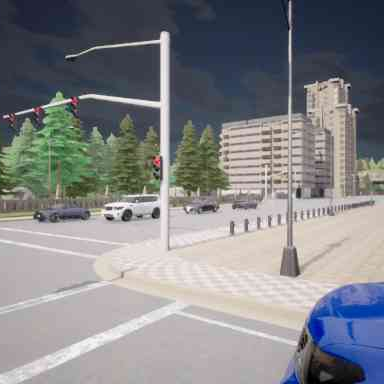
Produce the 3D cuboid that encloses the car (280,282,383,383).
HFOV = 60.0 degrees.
[{"bbox_3d":[3.299,1.221,1.613,5.566,2.045,2.150,0,0,36],"label":"car"}]

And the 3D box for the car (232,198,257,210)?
[{"bbox_3d":[6.884,1.564,43.426,1.994,1.385,4.181,0,0,36],"label":"car"}]

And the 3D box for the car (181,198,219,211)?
[{"bbox_3d":[1.126,1.547,41.405,2.033,1.411,5.357,0,0,36],"label":"car"}]

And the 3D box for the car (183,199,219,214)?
[{"bbox_3d":[1.058,1.491,35.283,2.128,1.511,4.902,0,0,36],"label":"car"}]

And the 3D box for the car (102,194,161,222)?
[{"bbox_3d":[-4.706,1.221,27.203,2.150,2.045,5.566,0,0,35],"label":"car"}]

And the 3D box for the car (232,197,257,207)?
[{"bbox_3d":[8.123,1.564,51.123,1.994,1.385,4.181,0,0,36],"label":"car"}]

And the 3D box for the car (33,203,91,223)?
[{"bbox_3d":[-9.999,1.564,25.809,1.994,1.385,4.181,0,0,35],"label":"car"}]
